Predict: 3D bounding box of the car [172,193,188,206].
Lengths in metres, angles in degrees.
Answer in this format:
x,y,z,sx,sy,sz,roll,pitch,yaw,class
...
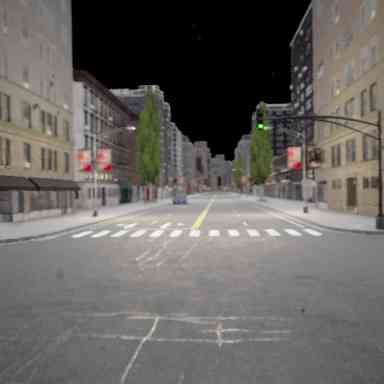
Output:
x,y,z,sx,sy,sz,roll,pitch,yaw,class
-1.957,1.240,55.418,2.150,2.045,5.566,-1,2,5,car
